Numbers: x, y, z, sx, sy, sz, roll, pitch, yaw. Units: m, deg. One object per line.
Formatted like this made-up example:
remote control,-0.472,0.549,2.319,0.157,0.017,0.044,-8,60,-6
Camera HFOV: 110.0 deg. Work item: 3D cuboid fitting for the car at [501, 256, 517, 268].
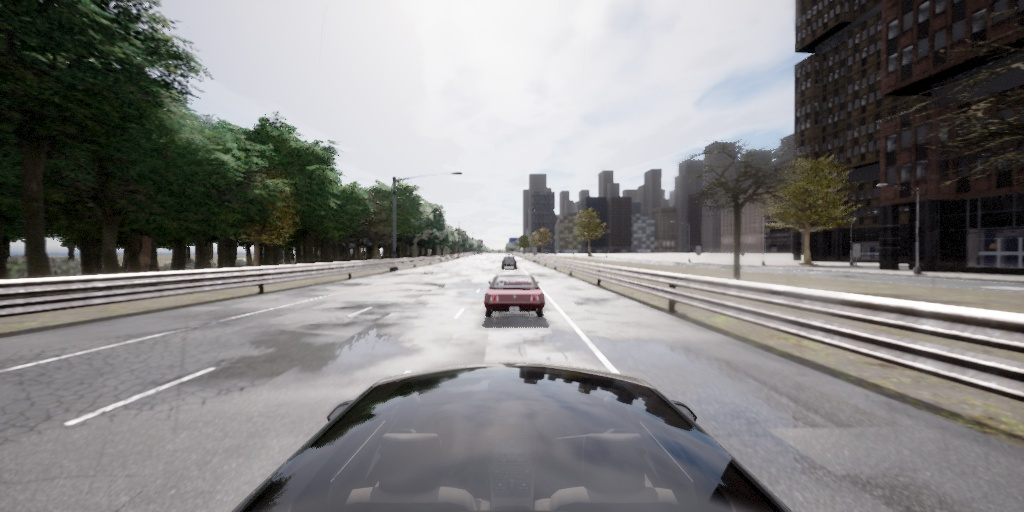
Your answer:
car,-0.375,0.763,46.552,2.033,1.649,4.856,0,1,-1

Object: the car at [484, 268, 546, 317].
car,0.066,1.287,12.932,1.895,1.301,4.718,0,0,0
